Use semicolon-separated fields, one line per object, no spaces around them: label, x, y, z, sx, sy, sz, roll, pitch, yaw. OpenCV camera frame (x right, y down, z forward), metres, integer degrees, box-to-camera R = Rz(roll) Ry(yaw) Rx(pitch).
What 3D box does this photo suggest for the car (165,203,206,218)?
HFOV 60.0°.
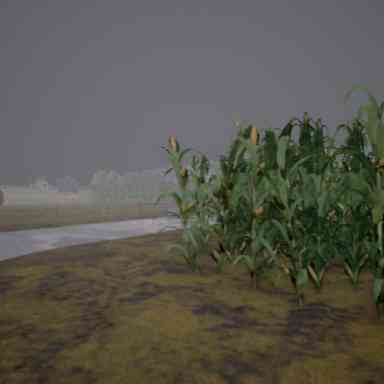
car;-0.334;1.452;28.681;2.128;1.511;4.902;1;0;35
